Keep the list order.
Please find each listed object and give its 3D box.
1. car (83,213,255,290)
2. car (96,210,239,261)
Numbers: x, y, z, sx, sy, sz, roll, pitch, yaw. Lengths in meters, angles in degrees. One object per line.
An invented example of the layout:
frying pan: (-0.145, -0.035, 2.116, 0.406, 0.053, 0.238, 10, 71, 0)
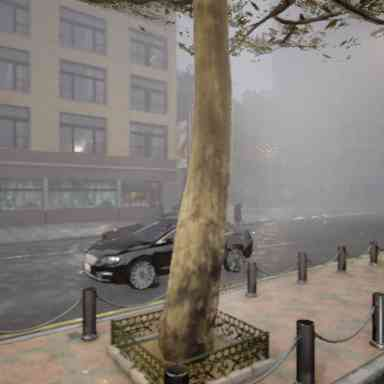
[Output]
car: (-0.438, 1.490, 9.176, 4.902, 1.511, 2.128, 0, 0, -35)
car: (-0.819, 1.544, 13.191, 5.357, 1.411, 2.033, 0, 0, -35)
